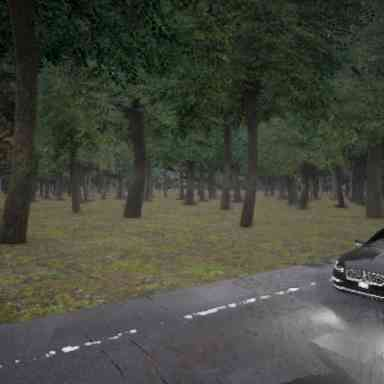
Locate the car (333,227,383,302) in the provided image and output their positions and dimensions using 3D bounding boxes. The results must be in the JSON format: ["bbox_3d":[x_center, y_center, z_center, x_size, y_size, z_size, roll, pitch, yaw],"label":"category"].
[{"bbox_3d":[5.233,1.520,7.737,4.892,1.490,1.837,0,0,-36],"label":"car"}]
